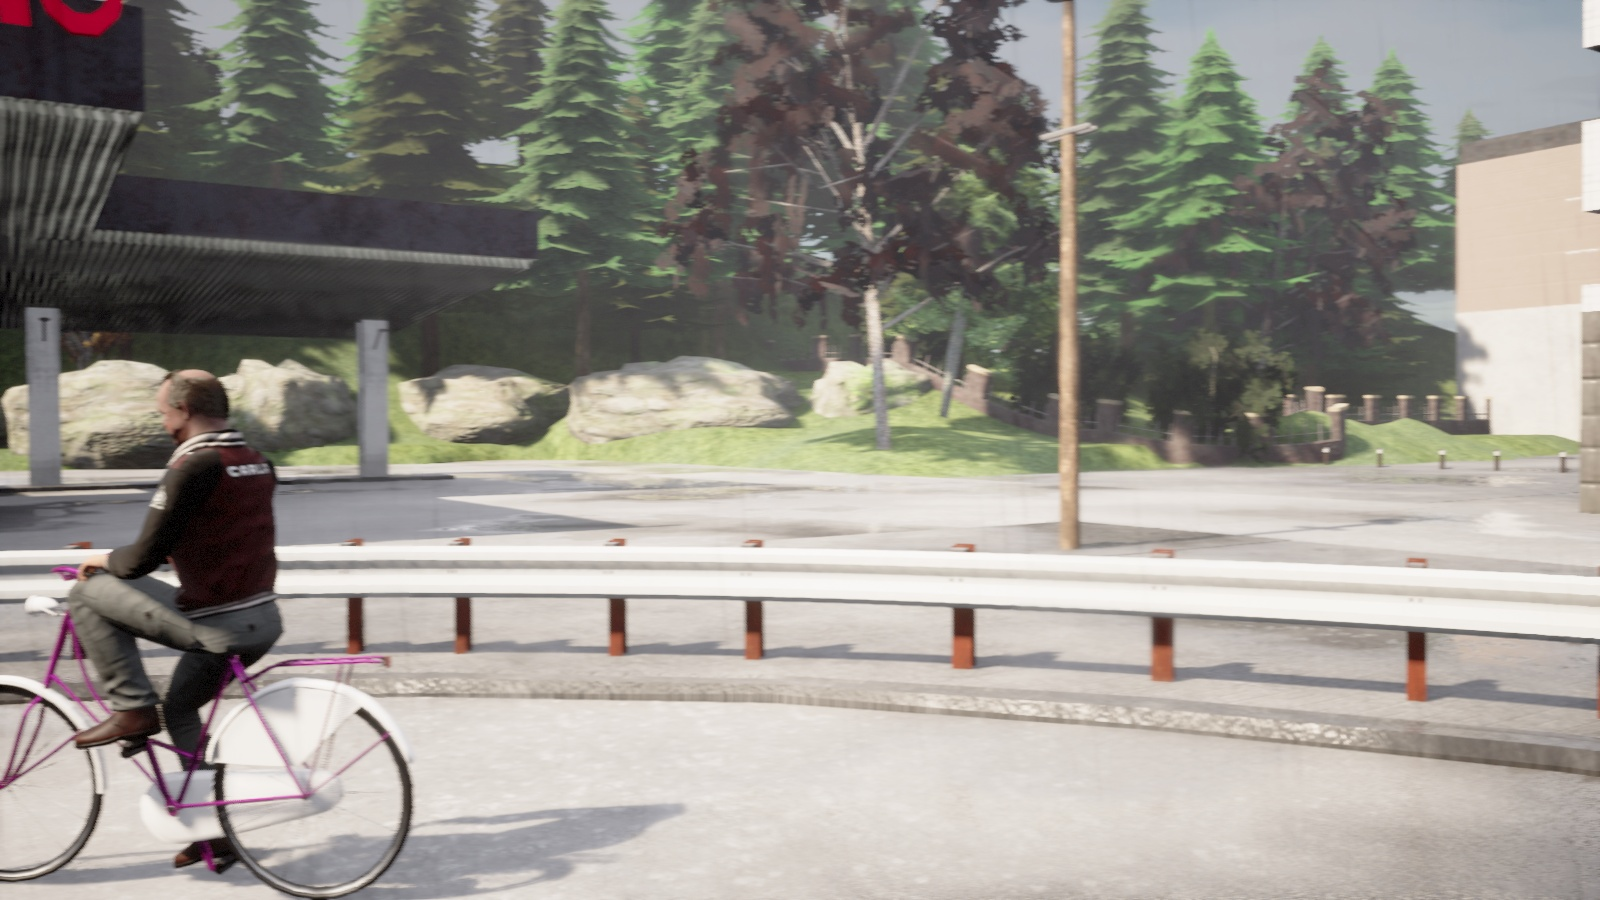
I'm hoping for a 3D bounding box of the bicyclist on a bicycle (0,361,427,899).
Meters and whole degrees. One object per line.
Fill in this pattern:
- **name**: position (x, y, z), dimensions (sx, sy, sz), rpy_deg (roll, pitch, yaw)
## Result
- **bicyclist on a bicycle**: position (-2.278, 0.601, 4.215), dimensions (1.843, 1.776, 0.659), rpy_deg (0, 3, 8)
